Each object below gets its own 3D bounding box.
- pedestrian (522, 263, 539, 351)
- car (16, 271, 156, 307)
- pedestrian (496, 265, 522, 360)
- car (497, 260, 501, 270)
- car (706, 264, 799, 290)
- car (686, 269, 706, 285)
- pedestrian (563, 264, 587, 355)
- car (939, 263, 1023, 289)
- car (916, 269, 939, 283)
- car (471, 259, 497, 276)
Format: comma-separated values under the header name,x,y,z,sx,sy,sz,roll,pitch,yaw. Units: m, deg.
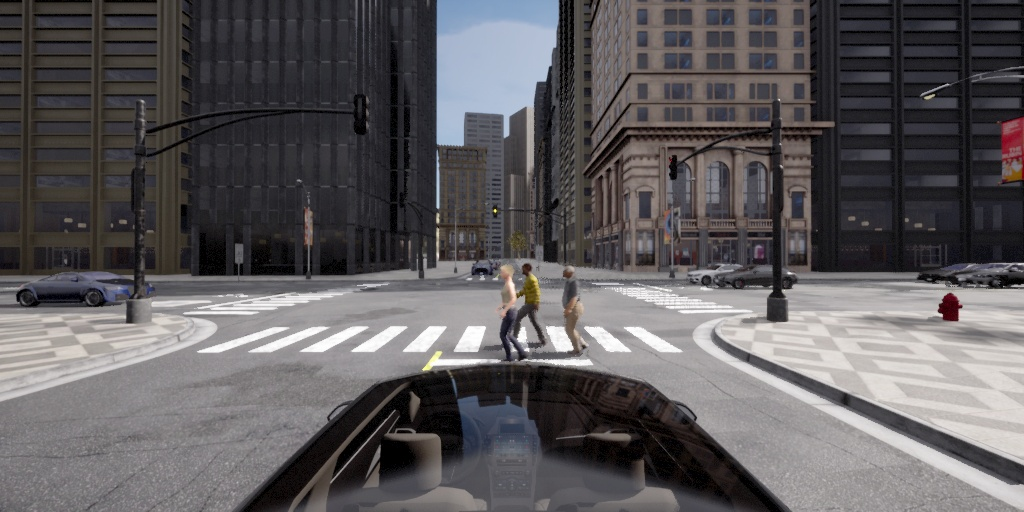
name,x,y,z,sx,sy,sz,roll,pitch,yaw
pedestrian,0.333,1.030,7.771,0.375,1.860,0.375,0,0,0
car,-17.654,1.333,15.011,4.181,1.385,1.994,0,0,0
pedestrian,-0.053,1.044,6.570,0.375,1.860,0.375,0,0,0
car,-3.041,1.383,51.102,1.994,1.385,4.181,0,0,0
car,14.707,1.238,21.726,4.674,1.442,1.812,0,0,-1
car,14.643,1.262,24.986,4.674,1.442,1.812,0,0,0
pedestrian,1.210,1.038,7.170,0.375,1.860,0.375,0,0,0
car,29.781,1.166,21.741,4.902,1.511,2.128,0,0,0
car,31.760,1.241,24.991,5.357,1.411,2.033,0,0,0
car,-3.039,1.142,37.641,2.097,1.767,4.553,0,0,0
